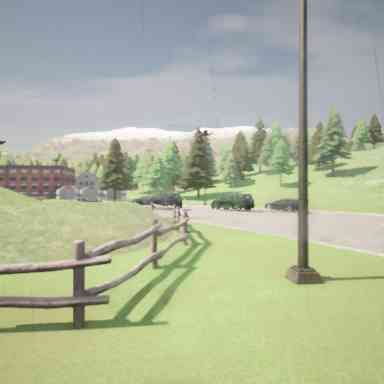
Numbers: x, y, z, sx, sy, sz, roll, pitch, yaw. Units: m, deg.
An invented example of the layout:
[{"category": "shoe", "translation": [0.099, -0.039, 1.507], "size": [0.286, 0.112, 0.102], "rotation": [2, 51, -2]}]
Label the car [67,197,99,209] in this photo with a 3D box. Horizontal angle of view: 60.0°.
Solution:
[{"category": "car", "translation": [-14.505, 1.493, 44.566], "size": [4.892, 1.490, 1.837], "rotation": [0, -1, 24]}]

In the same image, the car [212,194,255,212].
[{"category": "car", "translation": [4.841, 1.220, 39.675], "size": [2.150, 2.045, 5.566], "rotation": [0, 0, -43]}]

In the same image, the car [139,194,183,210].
[{"category": "car", "translation": [-3.750, 1.216, 42.413], "size": [5.566, 2.045, 2.150], "rotation": [0, 0, 37]}]

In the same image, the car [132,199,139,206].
[{"category": "car", "translation": [-7.421, 1.344, 52.991], "size": [4.553, 1.767, 2.097], "rotation": [0, 0, 28]}]

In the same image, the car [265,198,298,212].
[{"category": "car", "translation": [10.607, 1.507, 38.192], "size": [1.837, 1.490, 4.892], "rotation": [1, 0, -36]}]
